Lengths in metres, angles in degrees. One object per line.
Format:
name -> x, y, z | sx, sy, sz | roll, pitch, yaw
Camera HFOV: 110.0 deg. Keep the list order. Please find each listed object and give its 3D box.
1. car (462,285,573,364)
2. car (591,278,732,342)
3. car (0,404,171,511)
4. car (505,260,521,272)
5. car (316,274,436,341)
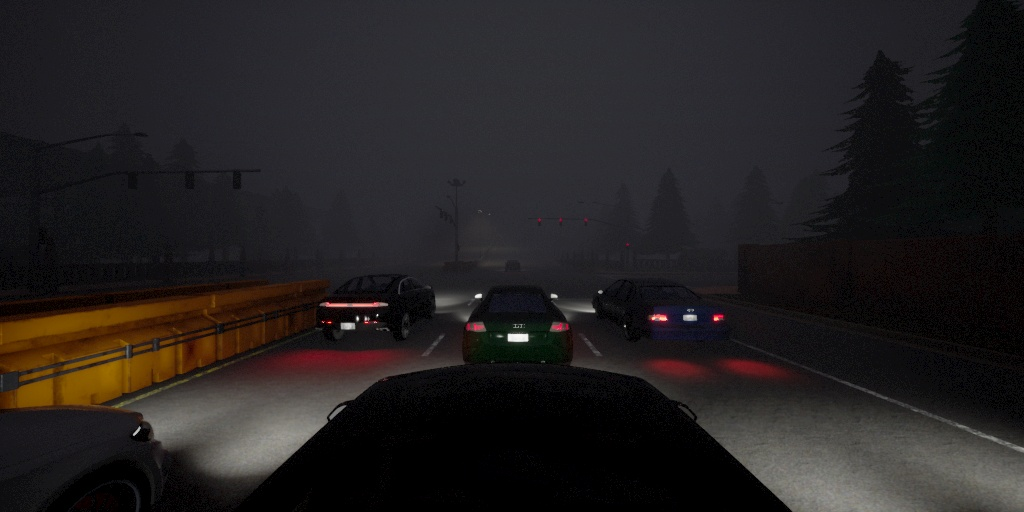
car -> 0.099, 1.314, 7.906 | 1.994, 1.385, 4.181 | 0, 0, 0
car -> 3.600, 1.297, 9.763 | 2.033, 1.411, 5.357 | 0, 0, 0
car -> -3.403, 1.276, 0.621 | 1.812, 1.442, 4.674 | 0, 0, 0
car -> 0.101, 1.228, 46.035 | 1.882, 1.535, 5.008 | 0, 0, 0
car -> -3.399, 1.241, 9.857 | 2.128, 1.511, 4.902 | 0, 0, 0
